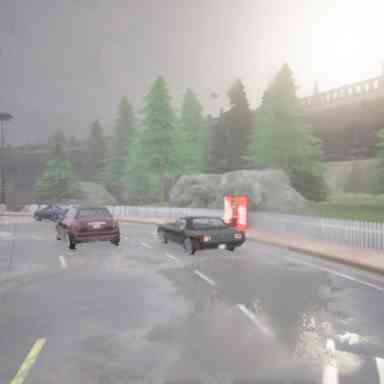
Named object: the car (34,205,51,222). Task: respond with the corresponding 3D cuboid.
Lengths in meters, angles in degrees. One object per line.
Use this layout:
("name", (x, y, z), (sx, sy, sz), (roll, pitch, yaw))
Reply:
("car", (-10.788, 1.676, 26.653), (4.674, 1.442, 1.812), (-1, 0, 38))

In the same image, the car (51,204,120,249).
("car", (-4.899, 1.422, 15.254), (2.097, 1.767, 4.553), (-1, 0, -30))

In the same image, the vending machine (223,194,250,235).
("vending machine", (2.394, 1.174, 18.051), (1.100, 2.100, 0.880), (-1, 0, -30))

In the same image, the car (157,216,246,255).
("car", (0.128, 1.606, 13.449), (1.895, 1.301, 4.718), (-1, 0, -24))
